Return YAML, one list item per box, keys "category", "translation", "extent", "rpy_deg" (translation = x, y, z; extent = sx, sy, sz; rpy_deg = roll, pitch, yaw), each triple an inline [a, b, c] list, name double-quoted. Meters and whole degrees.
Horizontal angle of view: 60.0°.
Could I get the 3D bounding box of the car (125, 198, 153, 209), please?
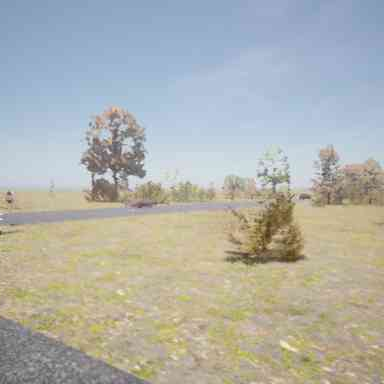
- category: "car"
  translation: [-7.658, 1.658, 48.208]
  extent: [1.812, 1.442, 4.674]
  rpy_deg: [0, 1, 34]
